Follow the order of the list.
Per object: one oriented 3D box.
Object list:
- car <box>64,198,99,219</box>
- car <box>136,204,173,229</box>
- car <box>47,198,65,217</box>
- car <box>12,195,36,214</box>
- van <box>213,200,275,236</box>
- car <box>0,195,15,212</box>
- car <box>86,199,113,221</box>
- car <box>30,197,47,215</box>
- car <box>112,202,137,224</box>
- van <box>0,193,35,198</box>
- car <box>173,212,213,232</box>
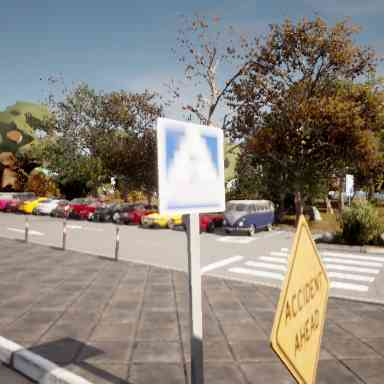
[{"bbox_3d":[-7.812,1.497,28.310,2.097,1.535,5.008,1,1,35],"label":"car"},{"bbox_3d":[-1.141,1.625,23.330,1.946,1.575,5.366,1,1,35],"label":"car"},{"bbox_3d":[-10.057,1.329,29.938,2.185,1.767,4.553,1,1,35],"label":"car"},{"bbox_3d":[-14.603,1.369,33.127,2.097,1.535,5.008,1,1,35],"label":"car"},{"bbox_3d":[3.425,1.490,20.167,1.878,1.987,4.442,1,1,35],"label":"van"},{"bbox_3d":[-16.866,1.368,34.738,2.002,1.452,4.674,1,1,35],"label":"car"},{"bbox_3d":[-5.558,1.542,26.692,2.231,1.521,4.892,1,1,35],"label":"car"},{"bbox_3d":[-12.340,1.452,31.521,2.002,1.452,4.674,1,1,35],"label":"car"},{"bbox_3d":[-3.277,1.614,25.113,2.163,1.488,4.792,1,1,35],"label":"car"},{"bbox_3d":[-19.054,1.060,36.441,1.878,1.987,4.442,1,1,35],"label":"van"},{"bbox_3d":[1.247,1.701,21.896,2.163,1.488,4.792,1,1,35],"label":"car"}]
